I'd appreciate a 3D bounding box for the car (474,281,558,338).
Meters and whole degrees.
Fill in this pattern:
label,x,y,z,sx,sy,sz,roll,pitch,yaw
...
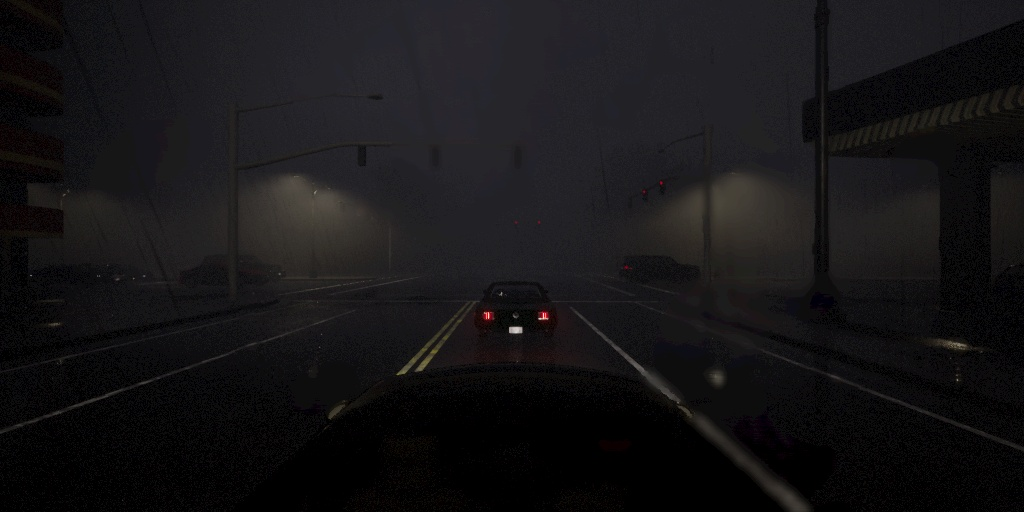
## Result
label,x,y,z,sx,sy,sz,roll,pitch,yaw
car,0.100,1.351,10.152,1.895,1.301,4.718,0,0,0

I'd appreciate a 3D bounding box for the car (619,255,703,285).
label,x,y,z,sx,sy,sz,roll,pitch,yaw
car,10.585,0.971,25.745,5.566,2.045,2.150,0,0,1

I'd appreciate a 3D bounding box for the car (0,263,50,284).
label,x,y,z,sx,sy,sz,roll,pitch,yaw
car,-37.982,1.276,26.798,4.674,1.442,1.812,0,0,1

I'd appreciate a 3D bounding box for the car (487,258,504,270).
label,x,y,z,sx,sy,sz,roll,pitch,yaw
car,-2.707,1.297,53.871,2.033,1.411,5.357,0,0,1

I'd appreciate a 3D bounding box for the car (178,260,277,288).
label,x,y,z,sx,sy,sz,roll,pitch,yaw
car,-18.322,1.228,22.927,5.008,1.535,1.882,0,0,1

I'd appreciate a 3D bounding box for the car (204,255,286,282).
label,x,y,z,sx,sy,sz,roll,pitch,yaw
car,-19.882,0.971,26.475,5.566,2.045,2.150,0,0,1

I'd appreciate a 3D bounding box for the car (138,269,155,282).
label,x,y,z,sx,sy,sz,roll,pitch,yaw
car,-29.300,1.314,26.629,4.181,1.385,1.994,0,0,0

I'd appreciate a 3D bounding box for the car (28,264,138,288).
label,x,y,z,sx,sy,sz,roll,pitch,yaw
car,-27.825,1.241,23.104,4.902,1.511,2.128,0,0,1
